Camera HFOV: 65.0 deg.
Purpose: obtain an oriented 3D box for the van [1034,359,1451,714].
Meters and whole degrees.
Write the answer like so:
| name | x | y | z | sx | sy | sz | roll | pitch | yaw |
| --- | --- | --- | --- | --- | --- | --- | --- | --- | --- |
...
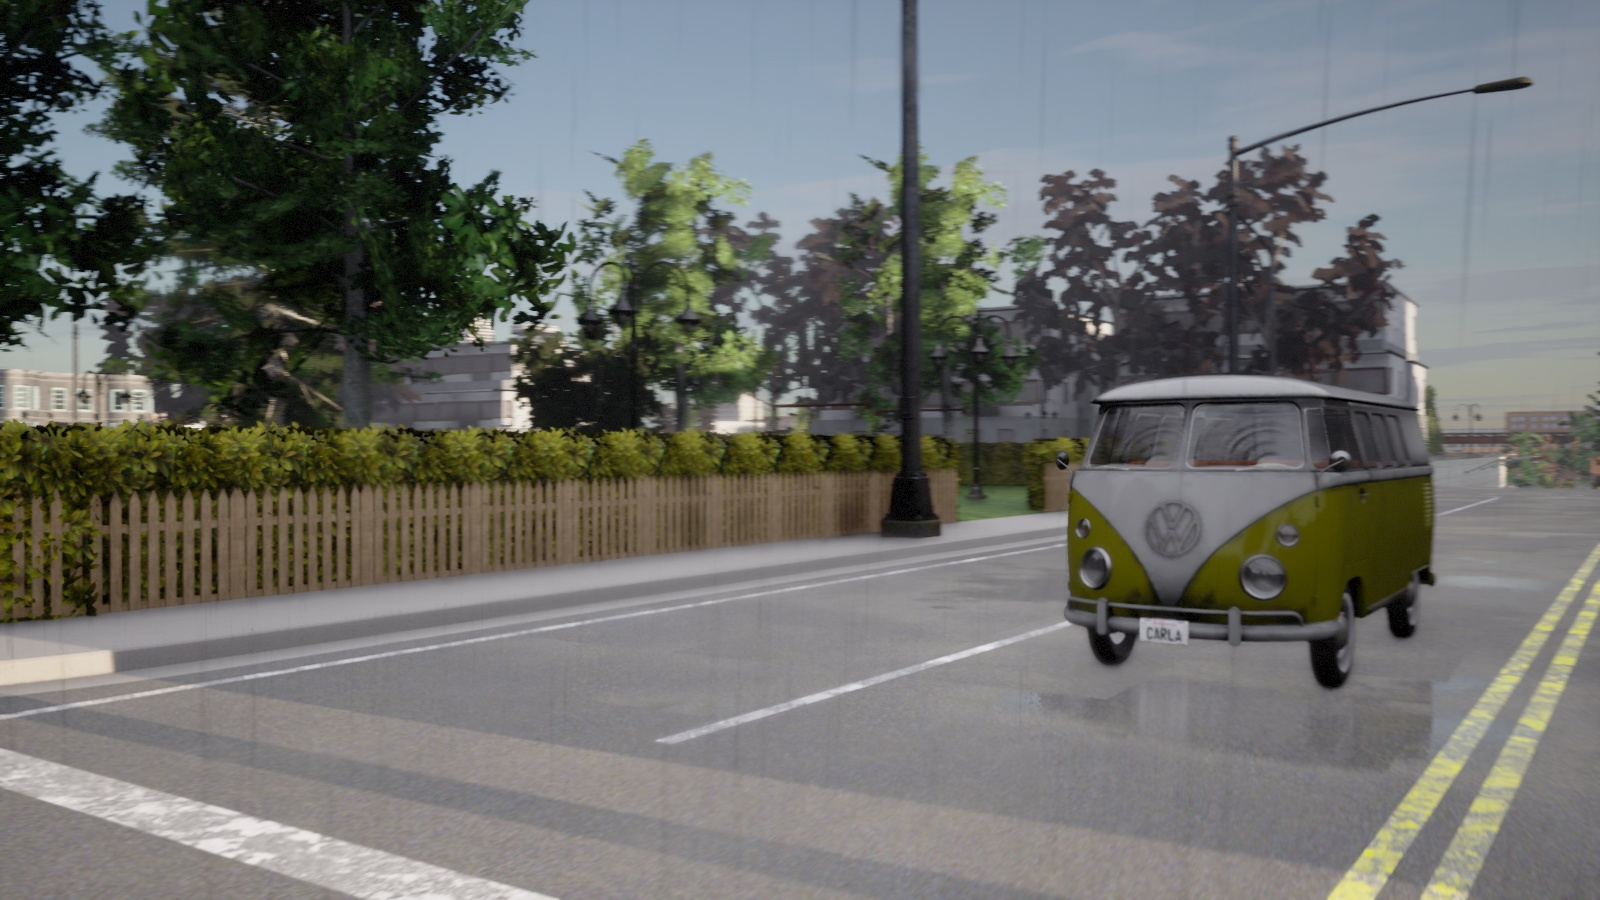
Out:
| name | x | y | z | sx | sy | sz | roll | pitch | yaw |
| --- | --- | --- | --- | --- | --- | --- | --- | --- | --- |
| van | 3.513 | 0.481 | 9.349 | 1.775 | 1.987 | 4.442 | 0 | 0 | 35 |
